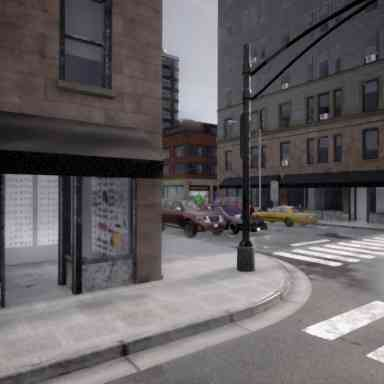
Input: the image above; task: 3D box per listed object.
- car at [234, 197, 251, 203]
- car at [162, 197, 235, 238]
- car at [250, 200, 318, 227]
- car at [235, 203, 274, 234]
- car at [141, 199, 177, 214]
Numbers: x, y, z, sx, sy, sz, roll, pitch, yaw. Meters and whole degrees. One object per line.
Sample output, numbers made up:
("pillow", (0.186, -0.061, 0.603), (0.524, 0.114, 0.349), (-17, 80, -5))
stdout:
("car", (2.915, 1.313, 27.187), (2.192, 1.841, 5.009), (0, 0, -36))
("car", (-0.322, 1.285, 17.909), (2.192, 1.841, 5.009), (0, 0, -36))
("car", (6.115, 1.529, 22.703), (1.752, 1.417, 4.829), (0, 0, -36))
("car", (1.796, 1.528, 19.250), (2.033, 1.411, 5.357), (0, 0, -38))
("car", (-3.685, 1.530, 36.431), (1.887, 1.381, 4.507), (0, 0, -36))
